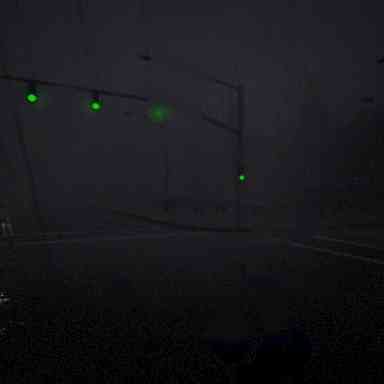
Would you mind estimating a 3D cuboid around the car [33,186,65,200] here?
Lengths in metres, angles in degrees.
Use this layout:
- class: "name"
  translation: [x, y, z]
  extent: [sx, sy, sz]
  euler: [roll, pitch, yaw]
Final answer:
- class: "car"
  translation: [-22.310, 0.107, 52.865]
  extent: [2.150, 2.045, 5.566]
  euler: [1, 1, 6]

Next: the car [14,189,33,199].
- class: "car"
  translation: [-25.837, 0.351, 52.188]
  extent: [1.837, 1.490, 4.892]
  euler: [1, 0, 4]

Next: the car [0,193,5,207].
- class: "car"
  translation: [-19.109, 0.731, 31.492]
  extent: [1.882, 1.535, 5.008]
  euler: [0, 2, -21]
